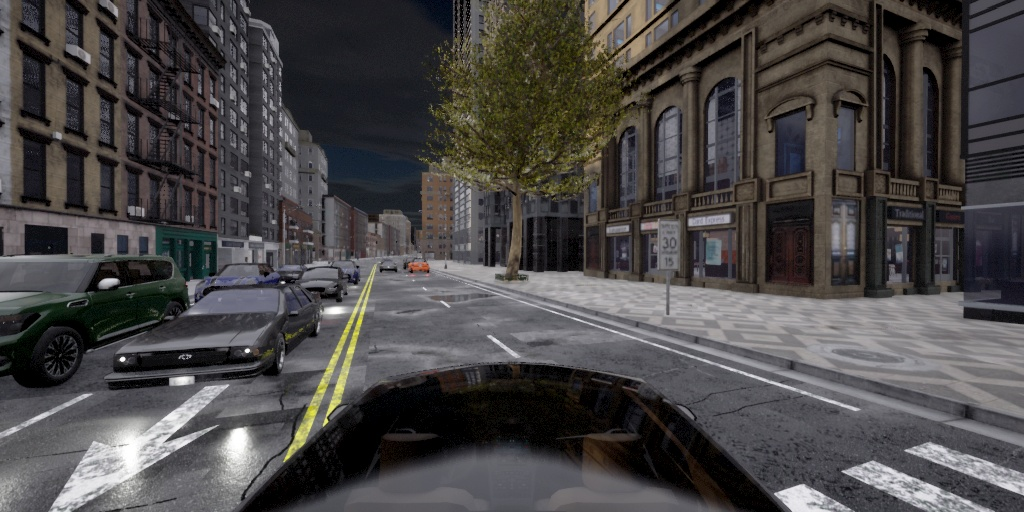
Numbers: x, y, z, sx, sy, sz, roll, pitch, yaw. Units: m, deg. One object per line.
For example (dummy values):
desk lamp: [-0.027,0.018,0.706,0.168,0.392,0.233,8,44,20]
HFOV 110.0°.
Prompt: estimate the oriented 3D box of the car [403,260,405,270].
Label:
car: [-14.394,0.982,51.071,2.097,1.767,4.553,0,0,-20]

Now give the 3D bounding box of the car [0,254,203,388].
car: [-8.565,0.969,6.834,2.150,2.045,5.566,0,0,-20]

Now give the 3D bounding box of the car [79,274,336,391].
car: [-5.265,1.295,7.379,2.033,1.411,5.357,0,0,-18]

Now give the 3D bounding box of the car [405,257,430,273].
car: [-10.860,1.025,41.613,2.097,1.767,4.553,0,0,-20]

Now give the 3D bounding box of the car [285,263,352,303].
car: [-8.678,1.244,16.503,1.837,1.490,4.892,0,0,-20]

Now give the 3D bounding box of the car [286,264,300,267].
car: [-15.234,1.266,24.867,2.033,1.411,5.357,0,0,-21]

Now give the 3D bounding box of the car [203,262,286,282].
car: [-11.937,1.090,15.940,2.097,1.767,4.553,0,0,-20]

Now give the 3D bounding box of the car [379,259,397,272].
car: [-14.874,1.225,43.146,1.994,1.385,4.181,0,0,-20]

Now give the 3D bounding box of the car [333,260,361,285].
car: [-12.021,1.073,25.558,2.097,1.767,4.553,0,0,-20]
